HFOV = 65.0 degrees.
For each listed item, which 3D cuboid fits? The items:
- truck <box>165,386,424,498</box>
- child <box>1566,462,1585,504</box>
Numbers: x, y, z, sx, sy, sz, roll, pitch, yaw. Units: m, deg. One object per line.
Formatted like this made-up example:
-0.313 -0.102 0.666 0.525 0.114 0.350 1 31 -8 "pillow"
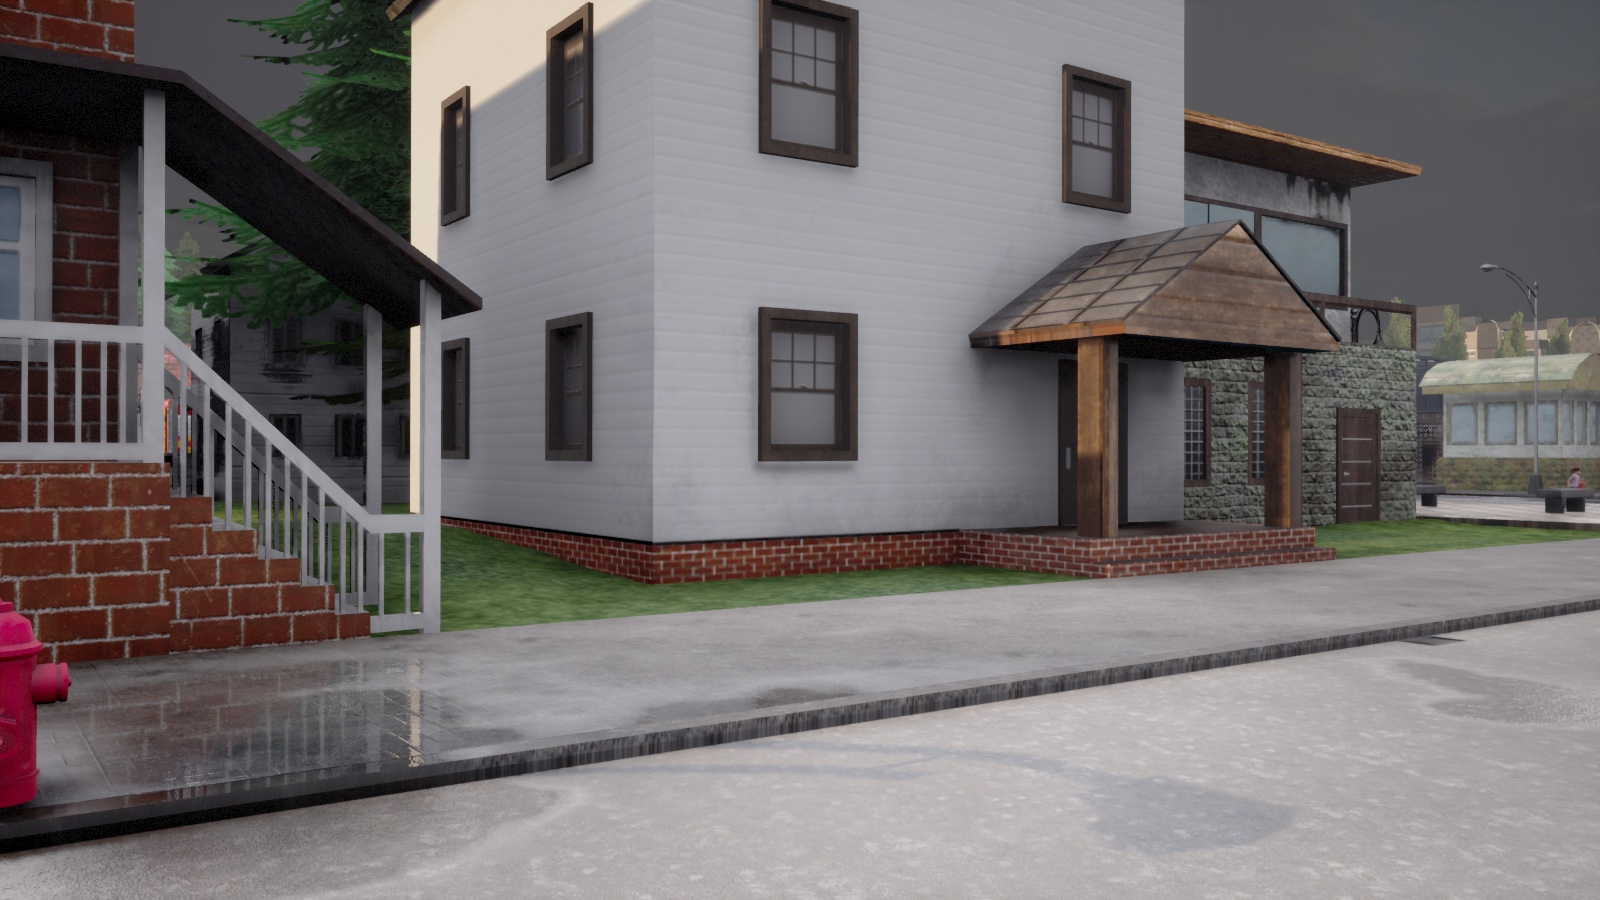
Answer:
-18.604 -0.266 46.530 8.468 3.827 2.891 0 0 -35 "truck"
20.402 0.869 33.034 0.394 1.110 0.255 0 0 39 "child"
